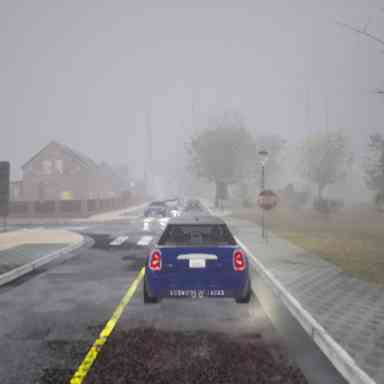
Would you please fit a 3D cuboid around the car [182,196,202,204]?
[{"bbox_3d":[0.160,1.523,39.671,2.033,1.411,5.357,0,0,0],"label":"car"}]

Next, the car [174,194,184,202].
[{"bbox_3d":[-2.627,1.236,69.138,1.837,1.490,4.892,0,0,0],"label":"car"}]

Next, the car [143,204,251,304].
[{"bbox_3d":[0.104,1.339,8.295,2.097,1.767,4.553,0,0,0],"label":"car"}]

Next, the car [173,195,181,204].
[{"bbox_3d":[-2.778,1.503,42.074,1.812,1.442,4.674,0,0,0],"label":"car"}]

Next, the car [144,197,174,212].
[{"bbox_3d":[-3.072,1.500,30.315,1.812,1.442,4.674,0,0,5],"label":"car"}]

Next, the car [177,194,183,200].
[{"bbox_3d":[-2.729,1.495,53.753,1.837,1.490,4.892,0,0,1],"label":"car"}]
